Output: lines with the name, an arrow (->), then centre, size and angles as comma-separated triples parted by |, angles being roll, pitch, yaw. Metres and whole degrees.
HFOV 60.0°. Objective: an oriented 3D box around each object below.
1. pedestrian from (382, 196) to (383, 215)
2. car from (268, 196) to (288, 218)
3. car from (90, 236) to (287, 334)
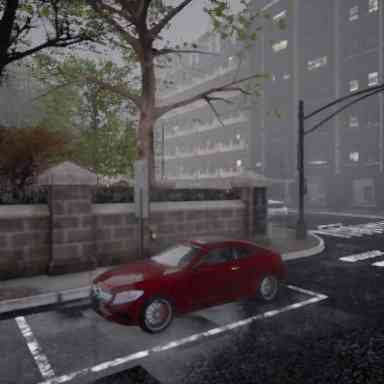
pedestrian -> 15.122, 0.878, 25.969 | 0.375, 1.860, 0.375 | 1, 0, -36
car -> 4.651, 0.910, 25.549 | 2.150, 2.045, 5.566 | 0, 1, -35
car -> 0.143, 1.578, 6.666 | 4.206, 1.307, 1.802 | 0, 0, -35
